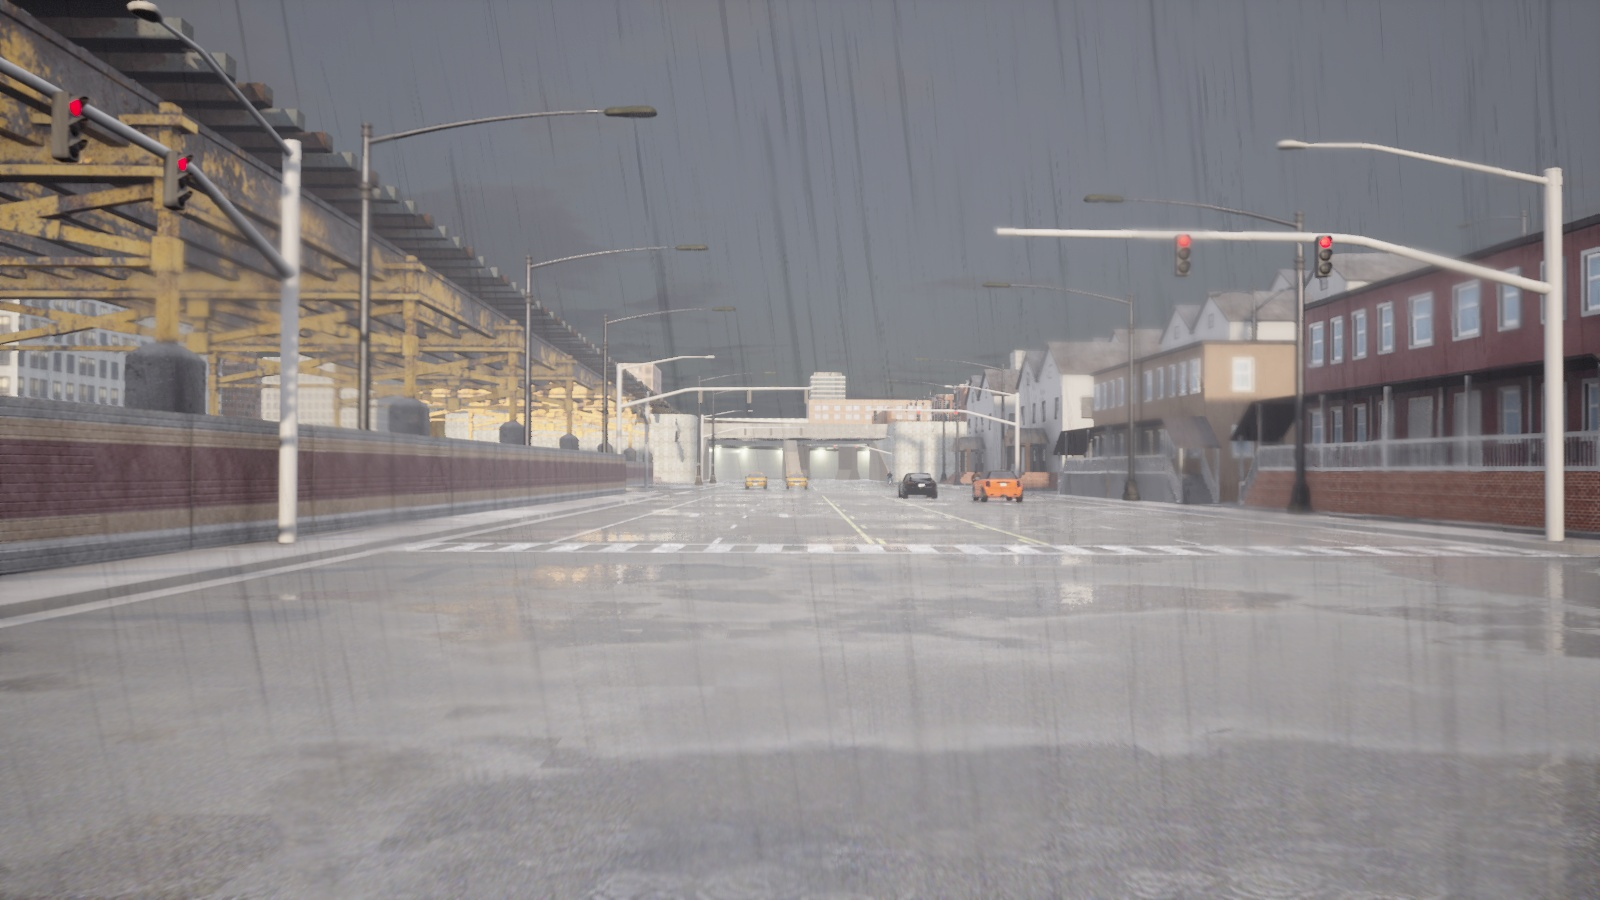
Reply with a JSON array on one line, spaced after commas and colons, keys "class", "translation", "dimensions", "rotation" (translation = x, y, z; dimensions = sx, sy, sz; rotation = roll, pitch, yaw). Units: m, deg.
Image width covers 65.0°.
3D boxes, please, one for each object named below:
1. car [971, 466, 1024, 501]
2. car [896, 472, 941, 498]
[{"class": "car", "translation": [10.352, 1.739, 66.123], "dimensions": [2.097, 1.767, 4.553], "rotation": [0, -1, 0]}, {"class": "car", "translation": [6.837, 2.009, 73.015], "dimensions": [2.163, 1.488, 4.792], "rotation": [0, -1, 0]}]
